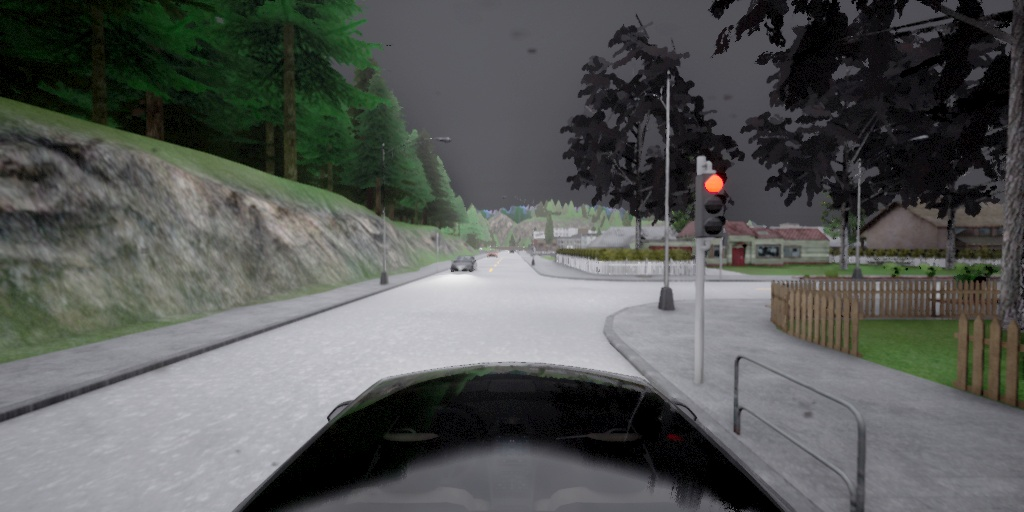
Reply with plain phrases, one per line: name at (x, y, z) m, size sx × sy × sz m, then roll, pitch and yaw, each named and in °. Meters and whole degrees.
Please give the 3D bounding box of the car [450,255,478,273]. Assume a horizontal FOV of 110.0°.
car at (-4.008, 0.670, 30.437) m, size 2.128 × 1.511 × 4.902 m, roll 0°, pitch 2°, yaw 0°
